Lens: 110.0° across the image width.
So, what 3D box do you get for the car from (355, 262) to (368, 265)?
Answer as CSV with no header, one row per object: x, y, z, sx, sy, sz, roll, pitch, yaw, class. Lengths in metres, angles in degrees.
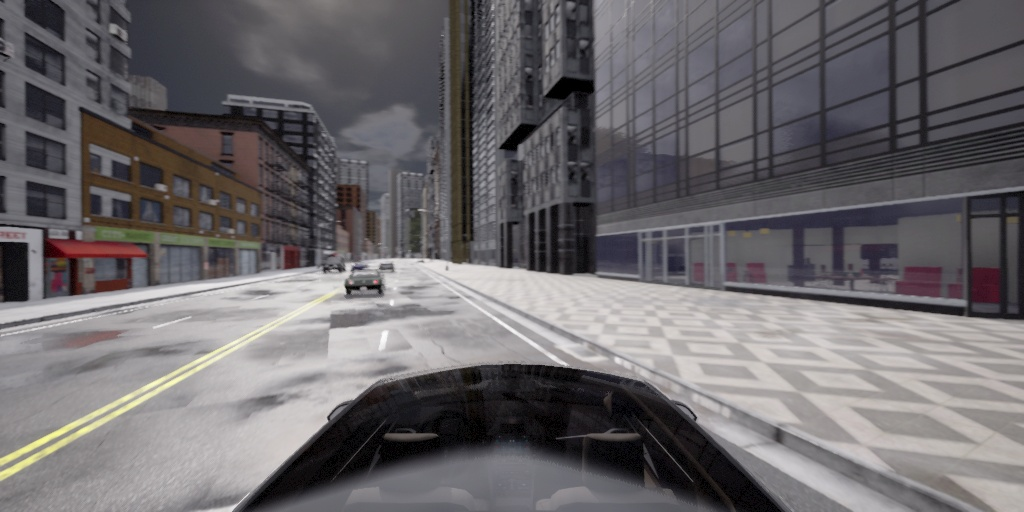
-20.125,1.494,47.691,1.895,1.301,4.718,-1,0,-17,car

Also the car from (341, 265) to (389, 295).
-8.419,1.419,20.896,1.895,1.301,4.718,-1,0,-17,car

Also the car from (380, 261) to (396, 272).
-16.763,1.354,48.215,2.128,1.511,4.902,-1,0,-17,car

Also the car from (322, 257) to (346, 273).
-23.446,1.148,47.453,2.150,2.045,5.566,-1,0,-17,car
